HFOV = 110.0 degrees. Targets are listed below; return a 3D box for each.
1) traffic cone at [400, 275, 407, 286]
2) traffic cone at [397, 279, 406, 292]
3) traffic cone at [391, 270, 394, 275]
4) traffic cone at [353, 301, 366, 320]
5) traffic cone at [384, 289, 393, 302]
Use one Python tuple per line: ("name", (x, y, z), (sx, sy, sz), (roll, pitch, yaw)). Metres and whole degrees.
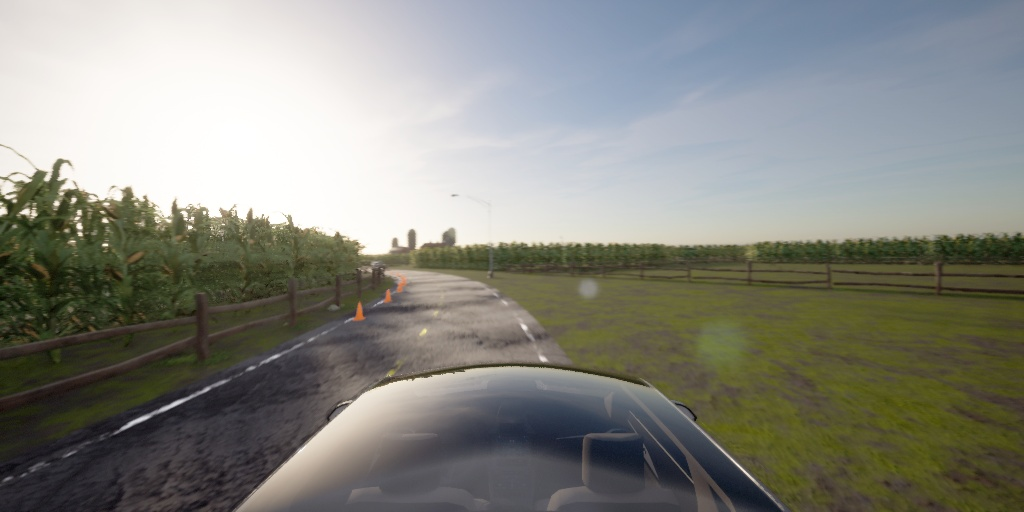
("traffic cone", (-7.908, 1.883, 26.388), (0.340, 0.580, 0.340), (0, 0, -15))
("traffic cone", (-6.740, 1.859, 21.651), (0.340, 0.580, 0.340), (0, 0, -12))
("traffic cone", (-14.838, 2.033, 44.601), (0.340, 0.580, 0.340), (0, 0, -26))
("traffic cone", (-5.104, 1.823, 12.035), (0.340, 0.580, 0.340), (0, 0, -7))
("traffic cone", (-5.805, 1.839, 16.864), (0.340, 0.580, 0.340), (0, 0, -10))
